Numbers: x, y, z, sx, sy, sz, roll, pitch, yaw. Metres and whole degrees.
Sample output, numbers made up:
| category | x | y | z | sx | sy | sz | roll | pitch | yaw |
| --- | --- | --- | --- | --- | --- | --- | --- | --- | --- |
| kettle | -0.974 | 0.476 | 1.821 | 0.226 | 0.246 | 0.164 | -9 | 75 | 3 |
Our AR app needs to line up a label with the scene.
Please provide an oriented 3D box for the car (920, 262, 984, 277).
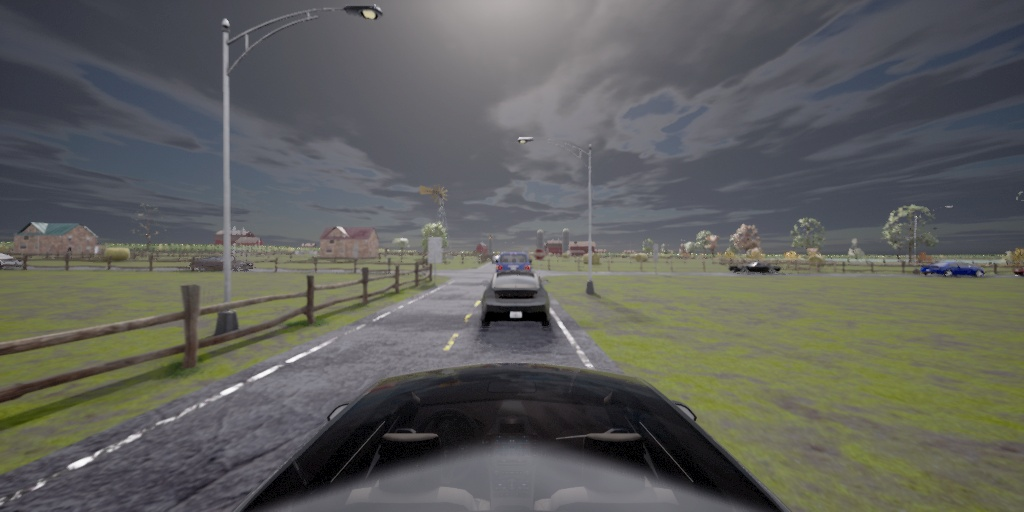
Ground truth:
| category | x | y | z | sx | sy | sz | roll | pitch | yaw |
| --- | --- | --- | --- | --- | --- | --- | --- | --- | --- |
| car | 44.704 | 1.342 | 36.453 | 5.008 | 1.535 | 1.882 | 1 | 0 | 0 |

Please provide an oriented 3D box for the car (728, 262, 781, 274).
| category | x | y | z | sx | sy | sz | roll | pitch | yaw |
| --- | --- | --- | --- | --- | --- | --- | --- | --- | --- |
| car | 26.360 | 1.305 | 39.104 | 4.718 | 1.301 | 1.895 | 1 | 0 | -1 |

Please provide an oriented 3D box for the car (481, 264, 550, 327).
| category | x | y | z | sx | sy | sz | roll | pitch | yaw |
| --- | --- | --- | --- | --- | --- | --- | --- | --- | --- |
| car | 0.096 | 1.173 | 11.153 | 1.837 | 1.490 | 4.892 | 0 | 0 | 0 |

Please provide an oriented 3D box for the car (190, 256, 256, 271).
| category | x | y | z | sx | sy | sz | roll | pitch | yaw |
| --- | --- | --- | --- | --- | --- | --- | --- | --- | --- |
| car | -28.466 | 0.717 | 35.418 | 5.357 | 1.411 | 2.033 | 1 | 0 | -1 |

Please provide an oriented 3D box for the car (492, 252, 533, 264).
| category | x | y | z | sx | sy | sz | roll | pitch | yaw |
| --- | --- | --- | --- | --- | --- | --- | --- | --- | --- |
| car | 0.114 | 0.791 | 22.642 | 2.150 | 2.045 | 5.566 | 0 | 1 | 1 |

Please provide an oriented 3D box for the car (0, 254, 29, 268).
| category | x | y | z | sx | sy | sz | roll | pitch | yaw |
| --- | --- | --- | --- | --- | --- | --- | --- | --- | --- |
| car | -50.670 | 0.463 | 35.204 | 4.674 | 1.442 | 1.812 | 0 | 0 | 0 |
